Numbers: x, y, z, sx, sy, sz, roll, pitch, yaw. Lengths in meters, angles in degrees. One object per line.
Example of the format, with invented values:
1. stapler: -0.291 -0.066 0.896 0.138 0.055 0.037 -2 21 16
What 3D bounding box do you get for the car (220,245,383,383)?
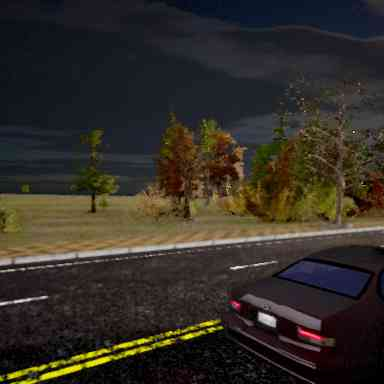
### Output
1. car: 2.995 1.619 5.405 5.357 1.411 2.033 1 -1 -34
